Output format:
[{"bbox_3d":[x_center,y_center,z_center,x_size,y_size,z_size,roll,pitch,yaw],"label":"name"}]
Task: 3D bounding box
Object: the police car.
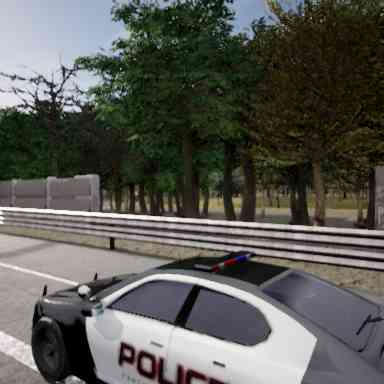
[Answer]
[{"bbox_3d":[0.065,1.497,3.826,4.974,1.542,2.038,0,0,36],"label":"police car"}]
